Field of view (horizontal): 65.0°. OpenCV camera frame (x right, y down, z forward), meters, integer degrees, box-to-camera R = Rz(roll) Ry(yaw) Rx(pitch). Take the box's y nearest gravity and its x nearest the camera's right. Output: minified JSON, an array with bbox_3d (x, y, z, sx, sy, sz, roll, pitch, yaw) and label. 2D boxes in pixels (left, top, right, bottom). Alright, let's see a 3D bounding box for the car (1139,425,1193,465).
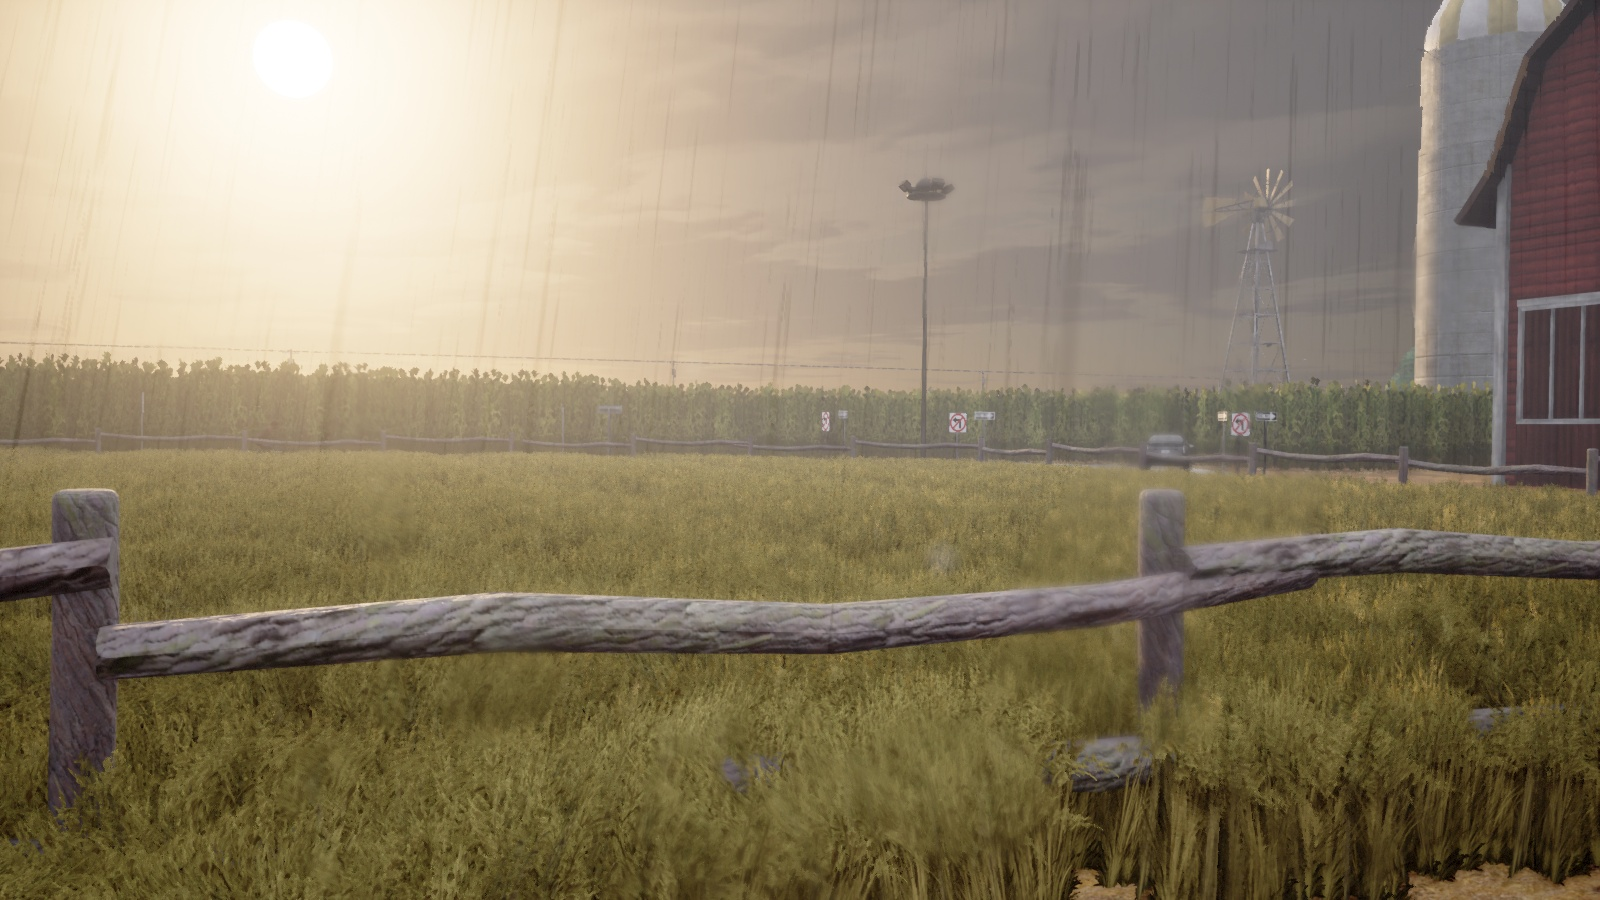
[{"bbox_3d":[14.692,-0.232,50.301,2.007,1.525,4.514,0,1,17],"label":"car"}]
